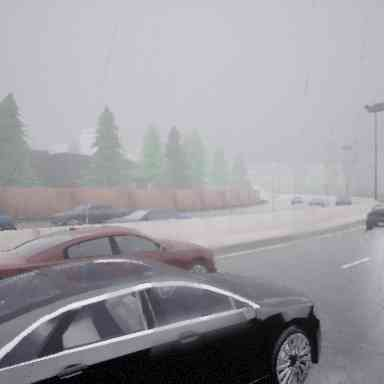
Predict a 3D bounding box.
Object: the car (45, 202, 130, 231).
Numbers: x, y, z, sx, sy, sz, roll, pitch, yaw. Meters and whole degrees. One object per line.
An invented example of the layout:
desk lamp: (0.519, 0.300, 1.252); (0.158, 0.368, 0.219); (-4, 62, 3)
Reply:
car: (-6.584, 1.490, 21.415); (4.892, 1.490, 1.837); (0, 0, -41)

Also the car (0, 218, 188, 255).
car: (-1.706, 1.472, 7.085); (5.008, 1.535, 1.882); (0, 0, -37)

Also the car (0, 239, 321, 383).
car: (-0.584, 1.488, 3.549); (4.902, 1.511, 2.128); (0, 0, -36)

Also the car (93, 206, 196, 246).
car: (-2.159, 1.510, 15.995); (4.674, 1.442, 1.812); (0, 0, -41)

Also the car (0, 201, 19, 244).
car: (-10.091, 1.351, 14.138); (4.553, 1.767, 2.097); (0, 0, -37)

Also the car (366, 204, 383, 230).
car: (11.809, 1.462, 19.683); (1.837, 1.490, 4.892); (0, 0, 43)
